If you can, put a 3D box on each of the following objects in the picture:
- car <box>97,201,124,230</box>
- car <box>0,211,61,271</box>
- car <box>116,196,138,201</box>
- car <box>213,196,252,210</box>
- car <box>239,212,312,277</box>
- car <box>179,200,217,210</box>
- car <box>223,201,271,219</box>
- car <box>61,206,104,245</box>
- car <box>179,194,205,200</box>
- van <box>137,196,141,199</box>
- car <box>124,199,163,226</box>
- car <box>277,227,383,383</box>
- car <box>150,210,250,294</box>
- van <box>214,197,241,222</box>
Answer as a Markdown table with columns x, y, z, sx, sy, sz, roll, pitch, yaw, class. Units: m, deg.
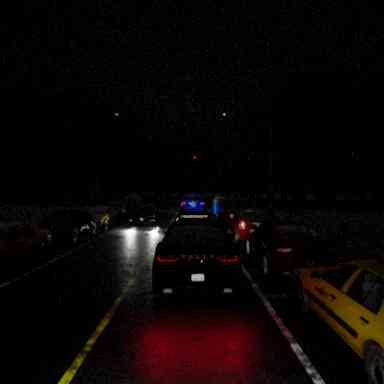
| x | y | z | sx | sy | sz | roll | pitch | yaw | class |
| --- | --- | --- | --- | --- | --- | --- | --- | --- | --- |
| -5.772 | 1.481 | 20.686 | 1.752 | 1.417 | 4.829 | 0 | 0 | 0 | car |
| -5.768 | 1.504 | 9.811 | 1.752 | 1.417 | 4.829 | 0 | 0 | 0 | car |
| -5.773 | 1.385 | 26.293 | 1.967 | 1.590 | 4.097 | 0 | 0 | 0 | car |
| 2.753 | 1.270 | 20.858 | 2.192 | 1.841 | 5.009 | 0 | 0 | 0 | car |
| 2.757 | 1.522 | 9.983 | 1.887 | 1.381 | 4.507 | 0 | 0 | 0 | car |
| 0.090 | 1.450 | 19.205 | 2.128 | 1.511 | 4.902 | 0 | 0 | 0 | car |
| 2.755 | 1.406 | 15.420 | 1.967 | 1.590 | 4.097 | 0 | 0 | 0 | car |
| -5.770 | 1.532 | 15.418 | 1.947 | 1.339 | 4.313 | 0 | 0 | 0 | car |
| 0.014 | 1.160 | 29.572 | 2.150 | 2.045 | 5.566 | 0 | 0 | -2 | car |
| -5.775 | 1.275 | 31.731 | 1.690 | 1.788 | 3.998 | 0 | 0 | 0 | van |
| -3.067 | 1.459 | 22.752 | 1.837 | 1.490 | 4.892 | 0 | 0 | 0 | car |
| 2.758 | 1.514 | 4.715 | 1.752 | 1.417 | 4.829 | 0 | 0 | 0 | car |
| 0.092 | 1.458 | 8.761 | 1.882 | 1.535 | 5.008 | 0 | 0 | 0 | car |
| 2.752 | 1.286 | 26.295 | 1.690 | 1.788 | 3.998 | 0 | 0 | 0 | van |
